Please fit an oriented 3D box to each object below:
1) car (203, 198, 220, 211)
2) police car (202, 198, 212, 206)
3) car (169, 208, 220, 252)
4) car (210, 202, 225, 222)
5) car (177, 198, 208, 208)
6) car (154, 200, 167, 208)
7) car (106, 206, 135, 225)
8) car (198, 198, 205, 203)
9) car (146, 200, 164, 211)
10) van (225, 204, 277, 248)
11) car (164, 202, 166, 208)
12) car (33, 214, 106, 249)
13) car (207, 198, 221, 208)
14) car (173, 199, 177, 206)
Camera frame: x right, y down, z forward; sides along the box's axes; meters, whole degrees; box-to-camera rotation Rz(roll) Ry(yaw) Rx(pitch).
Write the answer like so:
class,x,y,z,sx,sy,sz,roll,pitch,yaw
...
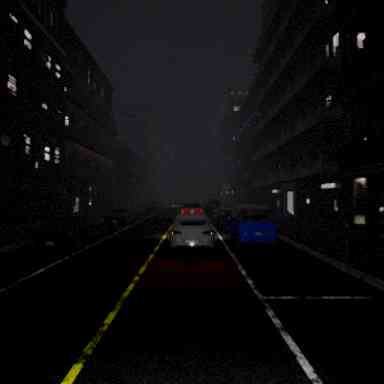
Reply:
class,x,y,z,sx,sy,sz,roll,pitch,yaw
car,2.729,1.774,48.843,2.192,1.841,5.009,1,-1,0
police car,3.034,2.079,69.430,1.930,1.638,5.238,0,-1,0
car,0.013,1.661,14.386,1.812,1.442,4.674,0,0,0
car,2.714,1.794,26.558,1.887,1.381,4.507,1,-1,0
car,0.018,1.623,29.083,2.097,1.767,4.553,0,-1,0
car,-5.650,2.146,60.027,1.802,1.307,4.206,1,-1,0
car,-5.666,1.816,26.602,1.947,1.339,4.313,1,-1,0
car,2.748,2.408,93.579,1.752,1.417,4.829,1,-1,0
car,-5.655,2.004,48.886,1.887,1.381,4.507,1,-1,0
van,2.711,1.486,15.419,1.690,1.788,3.998,1,-1,0
car,-5.652,2.094,54.456,1.802,1.307,4.206,1,-1,0
car,-5.671,1.711,15.460,1.947,1.339,4.313,1,-1,0
car,2.726,1.721,43.273,2.192,1.841,5.009,1,-1,0
car,-2.964,2.214,71.808,2.033,1.411,5.357,0,-1,0
